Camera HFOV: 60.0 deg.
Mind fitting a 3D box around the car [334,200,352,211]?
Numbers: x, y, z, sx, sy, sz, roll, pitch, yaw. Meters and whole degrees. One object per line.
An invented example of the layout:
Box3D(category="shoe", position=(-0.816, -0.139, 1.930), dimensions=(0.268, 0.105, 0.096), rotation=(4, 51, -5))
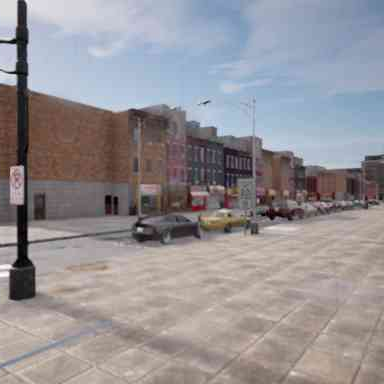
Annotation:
Box3D(category="car", position=(21.605, 1.949, 48.719), dimensions=(1.967, 1.590, 4.097), rotation=(-1, -1, 35))

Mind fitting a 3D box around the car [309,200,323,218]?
Box3D(category="car", position=(11.964, 1.880, 35.085), dimensions=(1.752, 1.417, 4.829), rotation=(-1, -1, 35))

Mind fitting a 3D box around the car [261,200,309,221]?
Box3D(category="car", position=(8.618, 1.622, 30.361), dimensions=(2.192, 1.841, 5.009), rotation=(-1, -1, 35))

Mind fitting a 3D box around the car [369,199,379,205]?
Box3D(category="car", position=(44.329, 2.523, 80.844), dimensions=(1.947, 1.339, 4.313), rotation=(-1, -2, 35))

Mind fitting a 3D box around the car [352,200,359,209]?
Box3D(category="car", position=(24.851, 2.117, 53.306), dimensions=(2.008, 1.369, 4.403), rotation=(-1, -1, 35))

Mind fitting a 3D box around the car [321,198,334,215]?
Box3D(category="car", position=(15.112, 1.843, 39.539), dimensions=(1.967, 1.590, 4.097), rotation=(-1, -1, 35))

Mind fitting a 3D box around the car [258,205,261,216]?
Box3D(category="car", position=(7.727, 1.941, 33.650), dimensions=(1.895, 1.301, 4.718), rotation=(0, -1, 35))

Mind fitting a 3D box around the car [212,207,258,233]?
Box3D(category="car", position=(2.224, 1.744, 21.315), dimensions=(1.752, 1.417, 4.829), rotation=(-1, -1, 35))

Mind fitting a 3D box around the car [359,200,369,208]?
Box3D(category="car", position=(31.344, 2.236, 62.486), dimensions=(2.008, 1.369, 4.403), rotation=(-1, -1, 35))

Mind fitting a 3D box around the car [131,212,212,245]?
Box3D(category="car", position=(-1.120, 1.739, 16.585), dimensions=(1.947, 1.339, 4.313), rotation=(-1, -1, 35))
